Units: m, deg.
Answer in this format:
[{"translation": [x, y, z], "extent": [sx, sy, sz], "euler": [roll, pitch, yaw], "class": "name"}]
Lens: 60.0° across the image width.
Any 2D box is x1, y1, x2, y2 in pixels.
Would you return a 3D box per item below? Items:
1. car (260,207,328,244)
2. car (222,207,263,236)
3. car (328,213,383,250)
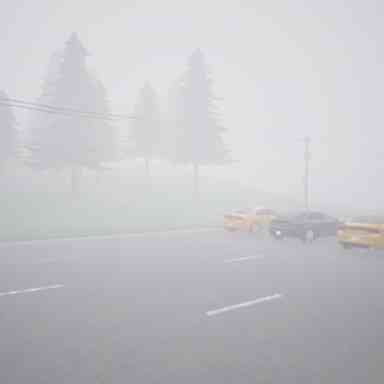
[{"translation": [5.954, 1.642, 16.714], "extent": [4.892, 1.490, 1.837], "euler": [0, 0, -35], "class": "car"}, {"translation": [4.060, 1.614, 19.661], "extent": [5.008, 1.535, 1.882], "euler": [0, 0, -35], "class": "car"}, {"translation": [8.139, 1.614, 13.972], "extent": [5.008, 1.535, 1.882], "euler": [0, 0, -35], "class": "car"}]
